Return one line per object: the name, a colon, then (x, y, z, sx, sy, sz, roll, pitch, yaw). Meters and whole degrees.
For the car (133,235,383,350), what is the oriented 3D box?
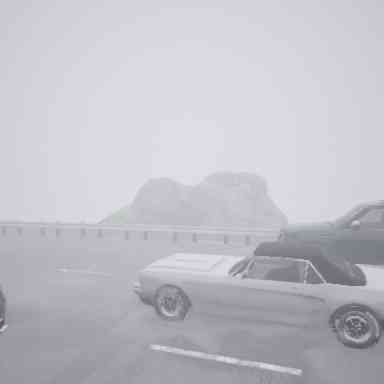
car: (1.367, 1.607, 6.023, 4.718, 1.301, 1.895, 0, 0, 20)

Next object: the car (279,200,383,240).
car: (4.945, 1.229, 8.432, 5.566, 2.045, 2.150, 0, 0, 21)

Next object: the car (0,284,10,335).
car: (-4.845, 1.496, 4.445, 4.902, 1.511, 2.128, 0, 0, 18)
